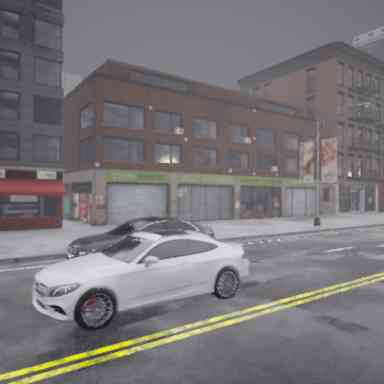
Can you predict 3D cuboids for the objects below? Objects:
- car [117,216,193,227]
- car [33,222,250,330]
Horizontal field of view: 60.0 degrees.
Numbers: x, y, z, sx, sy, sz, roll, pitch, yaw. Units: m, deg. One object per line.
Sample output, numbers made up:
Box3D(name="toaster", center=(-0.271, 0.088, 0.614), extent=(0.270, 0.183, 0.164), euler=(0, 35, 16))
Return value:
Box3D(name="car", center=(-1.406, 1.572, 10.635), extent=(4.892, 1.490, 1.837), euler=(1, -1, -35))
Box3D(name="car", center=(-0.803, 1.571, 7.082), extent=(4.674, 1.442, 1.812), euler=(1, -1, -35))
